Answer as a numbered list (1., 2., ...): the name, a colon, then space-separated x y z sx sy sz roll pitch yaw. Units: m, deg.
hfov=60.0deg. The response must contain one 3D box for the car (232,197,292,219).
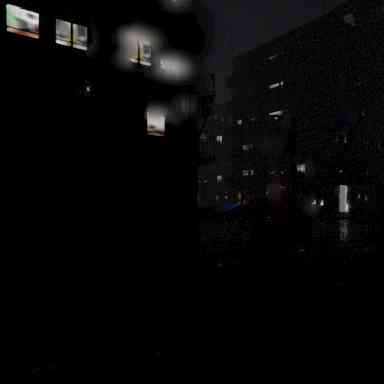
1. car: 6.752 1.479 31.582 2.150 2.045 5.566 0 -1 -37

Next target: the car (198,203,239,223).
1. car: 1.699 1.871 28.653 1.802 1.307 4.206 -1 0 -36

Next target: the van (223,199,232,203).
1. van: 5.096 1.671 38.095 1.690 1.788 3.998 -1 0 -36

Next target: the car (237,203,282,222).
1. car: 4.963 1.853 28.554 1.895 1.301 4.718 0 -1 -36

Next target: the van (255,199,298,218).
1. van: 8.424 1.597 33.589 1.690 1.788 3.998 -1 0 -36
